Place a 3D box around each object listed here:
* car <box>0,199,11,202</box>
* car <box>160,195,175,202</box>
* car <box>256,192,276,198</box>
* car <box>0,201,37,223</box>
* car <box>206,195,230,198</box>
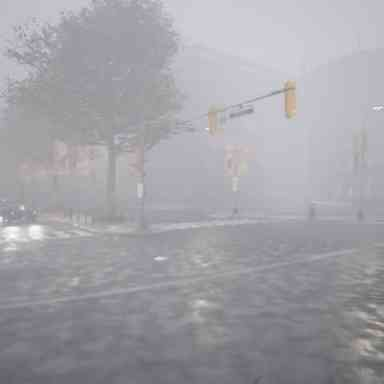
[{"bbox_3d":[-19.362,1.489,34.056,2.128,1.511,4.902,0,0,-36],"label":"car"},{"bbox_3d":[-5.256,1.384,67.334,2.161,1.482,4.786,0,0,-36],"label":"car"},{"bbox_3d":[18.906,0.973,85.287,2.435,2.045,5.566,0,0,-36],"label":"car"},{"bbox_3d":[-13.338,1.598,25.647,1.895,1.301,4.718,0,0,-36],"label":"car"},{"bbox_3d":[5.223,1.287,59.854,2.002,1.452,4.674,0,0,-36],"label":"car"}]
